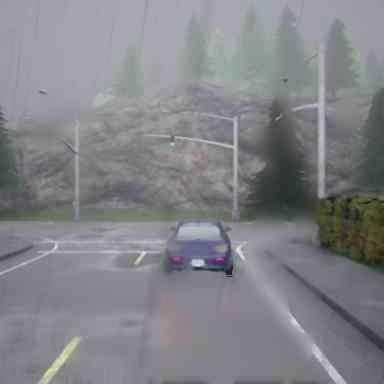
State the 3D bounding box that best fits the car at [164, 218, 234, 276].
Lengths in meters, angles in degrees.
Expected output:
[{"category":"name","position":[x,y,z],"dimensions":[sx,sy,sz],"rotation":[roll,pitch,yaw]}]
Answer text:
[{"category":"car","position":[0.253,1.520,10.228],"dimensions":[1.812,1.442,4.674],"rotation":[0,0,3]}]
